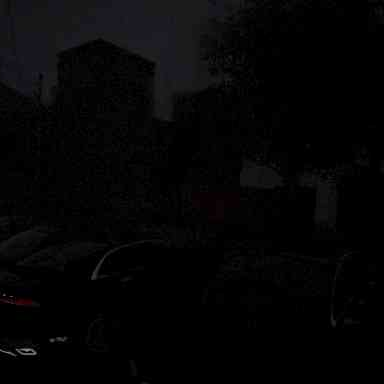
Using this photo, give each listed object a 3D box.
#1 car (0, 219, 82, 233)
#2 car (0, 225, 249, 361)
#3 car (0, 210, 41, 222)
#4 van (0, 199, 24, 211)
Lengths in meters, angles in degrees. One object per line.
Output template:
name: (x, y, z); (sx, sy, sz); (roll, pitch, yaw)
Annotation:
car: (-3.281, 1.500, 7.629); (2.002, 1.452, 4.674); (0, 0, 36)
car: (-1.113, 1.469, 6.071); (2.231, 1.521, 4.892); (0, 0, 36)
car: (-5.549, 1.453, 9.254); (2.231, 1.521, 4.892); (0, 0, 36)
van: (-7.894, 1.212, 10.777); (1.878, 1.987, 4.442); (1, 0, 36)
